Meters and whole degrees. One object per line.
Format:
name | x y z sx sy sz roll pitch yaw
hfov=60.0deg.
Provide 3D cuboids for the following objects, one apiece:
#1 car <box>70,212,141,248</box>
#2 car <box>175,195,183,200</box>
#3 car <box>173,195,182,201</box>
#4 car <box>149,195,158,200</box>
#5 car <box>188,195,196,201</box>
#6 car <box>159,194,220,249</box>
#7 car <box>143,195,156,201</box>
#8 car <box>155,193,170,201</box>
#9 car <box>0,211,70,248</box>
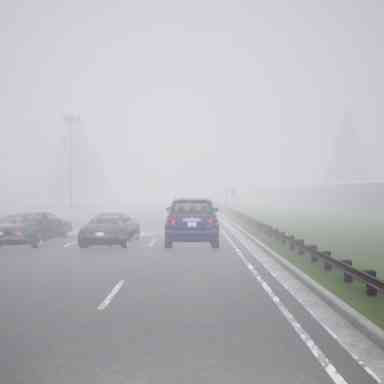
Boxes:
car | -3.500 1.569 14.650 1.994 1.385 4.181 0 0 0
car | -3.500 1.426 91.874 2.033 1.411 5.357 0 0 0
car | -3.500 1.434 78.952 1.994 1.385 4.181 0 0 0
car | -10.500 1.482 91.905 1.895 1.301 4.718 0 0 0
car | 0.000 1.469 82.283 1.837 1.490 4.892 0 0 0
car | 0.000 1.255 14.680 2.150 2.045 5.566 0 0 0
car | -10.500 1.421 78.952 2.033 1.411 5.357 0 0 0
car | -7.000 1.477 78.982 1.895 1.301 4.718 0 0 0
car | -7.000 1.560 14.650 2.033 1.411 5.357 0 0 0
